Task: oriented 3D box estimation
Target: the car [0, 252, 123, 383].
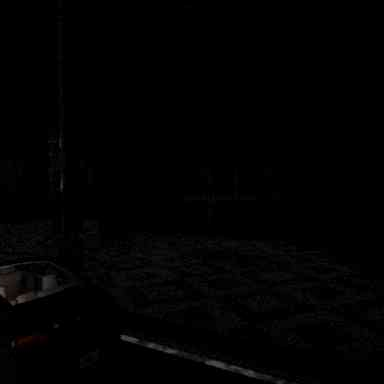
[{"bbox_3d":[-2.960,1.535,4.596,4.403,1.369,2.008,0,0,30],"label":"car"}]
